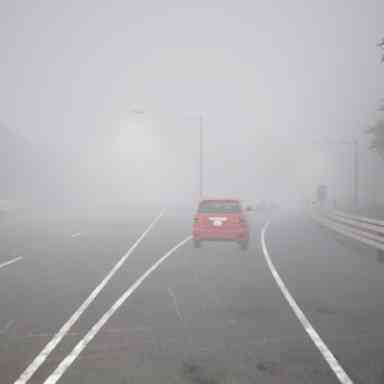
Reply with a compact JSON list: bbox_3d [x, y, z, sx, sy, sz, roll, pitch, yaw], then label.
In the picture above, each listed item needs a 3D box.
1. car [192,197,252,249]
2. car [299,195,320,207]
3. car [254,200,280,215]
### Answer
[{"bbox_3d":[1.439,1.232,14.799,2.150,2.045,5.566,0,0,11],"label":"car"},{"bbox_3d":[18.502,1.412,52.273,2.097,1.767,4.553,0,0,39],"label":"car"},{"bbox_3d":[8.013,1.586,35.363,2.033,1.411,5.357,0,0,25],"label":"car"}]
